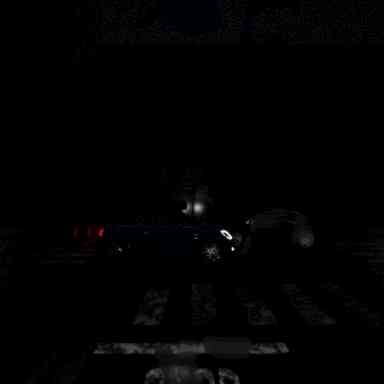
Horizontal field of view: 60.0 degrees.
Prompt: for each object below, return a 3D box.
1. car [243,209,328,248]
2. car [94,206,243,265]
[{"bbox_3d":[3.184,1.504,14.148,4.892,1.490,1.837,0,0,0],"label":"car"},{"bbox_3d":[-0.805,1.341,11.182,4.553,1.767,2.097,0,0,0],"label":"car"}]
